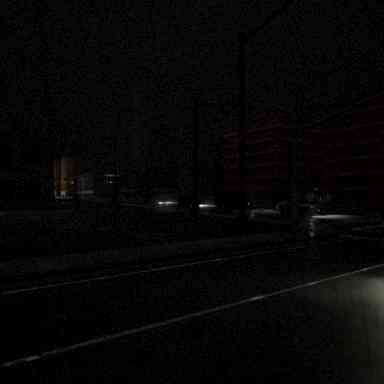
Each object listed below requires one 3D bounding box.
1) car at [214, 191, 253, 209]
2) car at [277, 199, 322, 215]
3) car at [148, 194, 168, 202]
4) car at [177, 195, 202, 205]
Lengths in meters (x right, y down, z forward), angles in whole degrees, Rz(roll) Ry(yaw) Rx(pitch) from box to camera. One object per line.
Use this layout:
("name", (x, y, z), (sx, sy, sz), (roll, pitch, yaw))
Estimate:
("car", (4.972, 0.950, 40.670), (2.150, 2.045, 5.566), (0, 1, -35))
("car", (10.446, 1.393, 32.665), (1.812, 1.442, 4.674), (0, 1, -34))
("car", (-5.832, 0.956, 56.465), (1.994, 1.385, 4.181), (0, 1, -34))
("car", (-0.379, 1.126, 48.481), (1.994, 1.385, 4.181), (0, 1, -34))
